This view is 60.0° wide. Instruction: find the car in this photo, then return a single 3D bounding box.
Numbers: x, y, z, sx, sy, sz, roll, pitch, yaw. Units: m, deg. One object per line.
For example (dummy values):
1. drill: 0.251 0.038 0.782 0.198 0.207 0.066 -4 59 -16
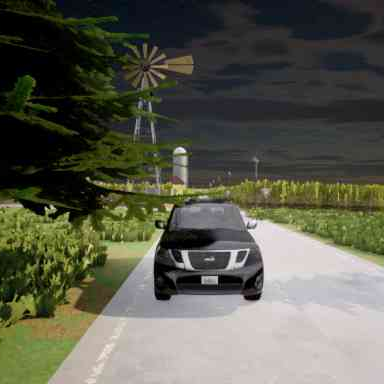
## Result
1. car: 0.334 1.221 8.702 2.150 2.045 5.566 0 0 0
